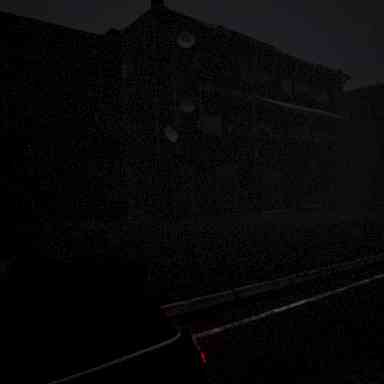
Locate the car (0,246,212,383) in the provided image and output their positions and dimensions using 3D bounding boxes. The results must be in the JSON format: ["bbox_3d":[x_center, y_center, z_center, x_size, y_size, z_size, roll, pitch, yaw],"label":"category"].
[{"bbox_3d":[-2.044,1.351,2.004,4.553,1.767,2.097,0,0,-36],"label":"car"}]
